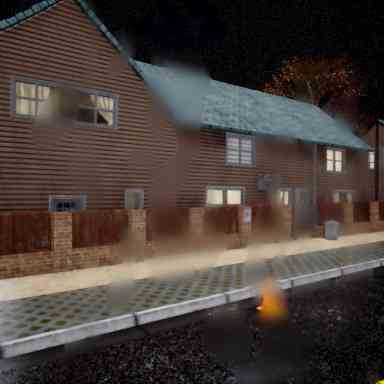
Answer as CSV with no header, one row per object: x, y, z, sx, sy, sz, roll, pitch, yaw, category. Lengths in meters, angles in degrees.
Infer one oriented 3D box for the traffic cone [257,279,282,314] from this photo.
1.473,1.954,6.358,0.340,0.580,0.340,0,0,-34,traffic cone
